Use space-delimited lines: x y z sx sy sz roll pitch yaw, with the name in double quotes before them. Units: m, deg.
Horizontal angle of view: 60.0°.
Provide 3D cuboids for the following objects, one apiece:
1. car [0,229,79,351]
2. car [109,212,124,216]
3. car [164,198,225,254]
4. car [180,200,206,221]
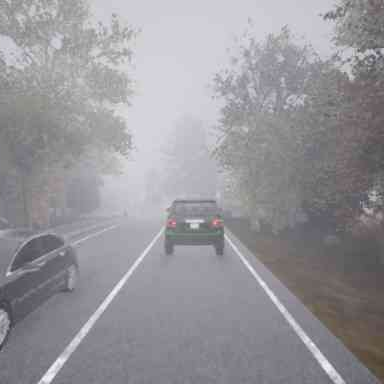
"car" -3.603 1.521 6.121 1.837 1.490 4.892 0 0 0
"car" -17.714 5.524 79.374 1.882 1.535 5.008 -3 -5 28
"car" 0.088 1.253 13.812 2.150 2.045 5.566 0 -1 0
"car" 0.079 1.630 29.737 2.097 1.767 4.553 0 -2 0
